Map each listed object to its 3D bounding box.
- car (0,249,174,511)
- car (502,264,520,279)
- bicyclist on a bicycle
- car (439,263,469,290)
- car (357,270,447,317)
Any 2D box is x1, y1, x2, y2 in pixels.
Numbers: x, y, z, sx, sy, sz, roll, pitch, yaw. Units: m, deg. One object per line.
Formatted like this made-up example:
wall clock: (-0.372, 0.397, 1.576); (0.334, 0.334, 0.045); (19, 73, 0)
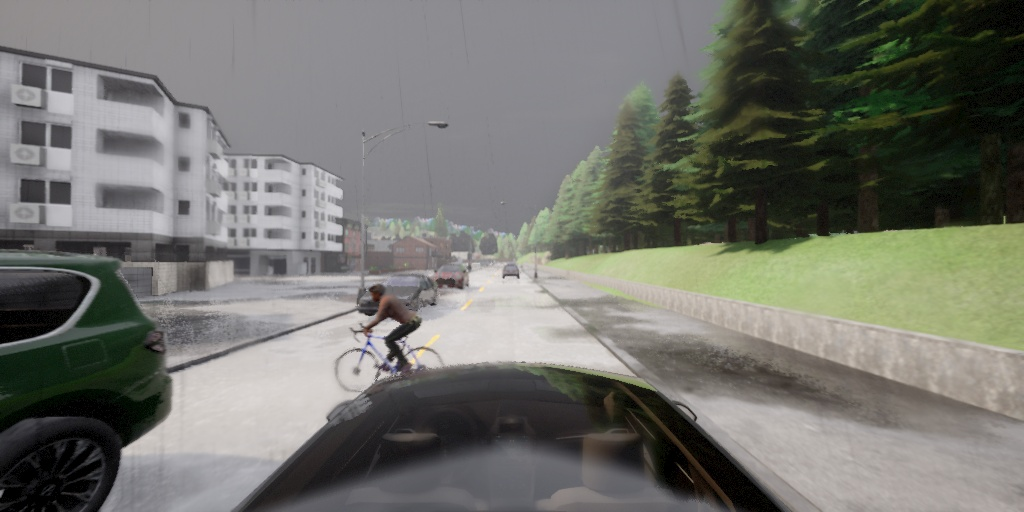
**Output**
car: (-4.089, 0.959, 0.838); (2.150, 2.045, 5.566); (0, 0, 0)
car: (-0.094, 1.690, 38.892); (2.033, 1.411, 5.357); (0, -1, 0)
bicyclist on a bicycle: (-1.834, 1.240, 5.348); (1.656, 1.620, 0.582); (-1, -1, 0)
car: (-4.194, 1.345, 24.708); (2.097, 1.767, 4.553); (0, -1, 0)
car: (-4.155, 1.430, 14.156); (2.033, 1.411, 5.357); (0, -1, -1)
